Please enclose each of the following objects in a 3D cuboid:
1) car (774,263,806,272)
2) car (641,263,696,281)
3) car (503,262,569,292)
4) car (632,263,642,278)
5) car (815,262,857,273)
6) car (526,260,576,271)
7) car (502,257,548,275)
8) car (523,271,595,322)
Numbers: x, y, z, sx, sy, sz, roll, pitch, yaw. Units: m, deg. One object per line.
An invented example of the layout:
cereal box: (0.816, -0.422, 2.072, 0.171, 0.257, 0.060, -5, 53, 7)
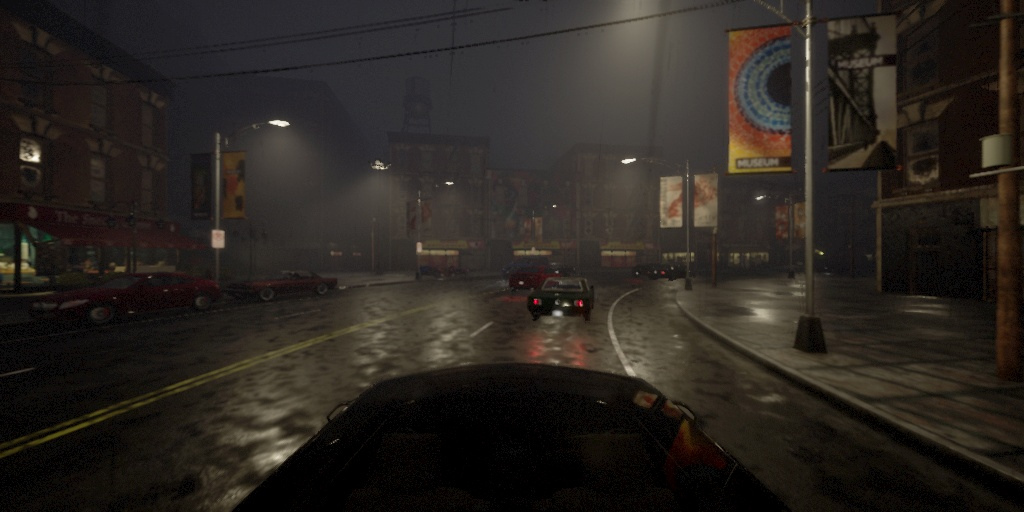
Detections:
car: (39.203, 1.584, 49.986, 4.718, 1.301, 1.895, 0, 0, -9)
car: (14.029, 1.426, 31.490, 5.357, 1.411, 2.033, 0, 0, -36)
car: (1.569, 1.300, 21.299, 1.882, 1.535, 5.008, 0, 0, 25)
car: (13.857, 1.397, 35.366, 4.892, 1.490, 1.837, 0, -1, -34)
car: (42.395, 1.482, 46.947, 4.892, 1.490, 1.837, 0, 0, -9)
car: (3.721, 1.353, 31.234, 2.128, 1.511, 4.902, 0, 0, 41)
car: (1.469, 1.090, 34.045, 2.150, 2.045, 5.566, 0, 0, 42)
car: (1.910, 1.393, 12.583, 1.895, 1.301, 4.718, 0, 0, 15)
